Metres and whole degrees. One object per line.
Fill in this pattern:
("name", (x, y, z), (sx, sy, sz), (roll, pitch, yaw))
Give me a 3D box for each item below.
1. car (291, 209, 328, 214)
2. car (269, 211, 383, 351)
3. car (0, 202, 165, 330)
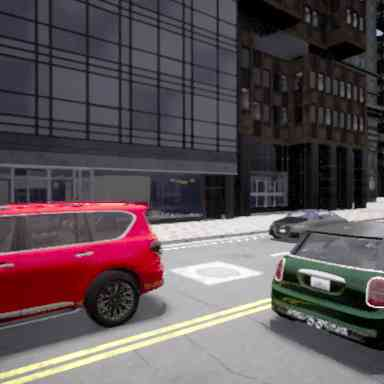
("car", (5.556, 1.489, 15.632), (4.181, 1.385, 1.994), (0, 0, -35))
("car", (3.581, 1.318, 5.994), (4.553, 1.767, 2.097), (0, 0, -35))
("car", (-3.112, 1.220, 5.460), (5.566, 2.045, 2.150), (0, 0, -35))
